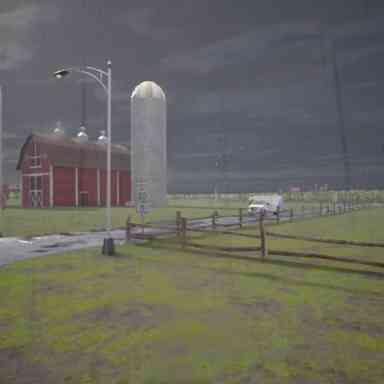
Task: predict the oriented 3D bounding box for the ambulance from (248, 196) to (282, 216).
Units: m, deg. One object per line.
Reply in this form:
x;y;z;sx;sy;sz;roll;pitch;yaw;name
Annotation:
9.157;1.708;41.480;2.351;2.431;6.366;-1;-1;35;ambulance
